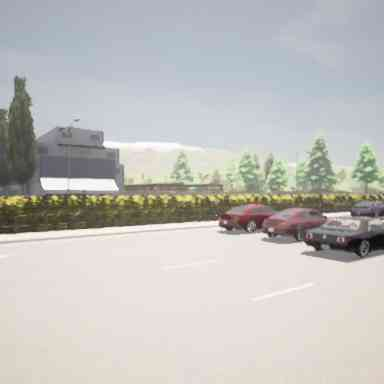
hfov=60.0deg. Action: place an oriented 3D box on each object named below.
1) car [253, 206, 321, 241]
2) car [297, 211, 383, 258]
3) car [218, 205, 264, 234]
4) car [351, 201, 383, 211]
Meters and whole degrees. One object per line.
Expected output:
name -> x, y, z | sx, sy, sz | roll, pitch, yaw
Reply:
car -> 5.446, 1.524, 16.287 | 4.674, 1.442, 1.812 | 0, 0, -35
car -> 6.412, 1.599, 12.696 | 4.718, 1.301, 1.895 | 0, 0, -35
car -> 3.818, 1.476, 19.422 | 5.008, 1.535, 1.882 | 0, 0, -35
car -> 15.061, 1.488, 27.449 | 4.902, 1.511, 2.128 | 0, 0, -35
